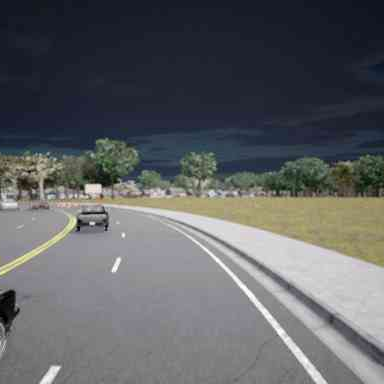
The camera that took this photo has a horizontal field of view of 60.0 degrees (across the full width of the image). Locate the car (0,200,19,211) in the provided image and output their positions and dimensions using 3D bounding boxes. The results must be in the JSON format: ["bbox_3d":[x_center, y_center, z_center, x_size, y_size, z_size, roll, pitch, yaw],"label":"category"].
[{"bbox_3d":[-24.459,1.763,44.611,1.812,1.442,4.674,-1,0,-35],"label":"car"}]

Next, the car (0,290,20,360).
[{"bbox_3d":[-3.359,1.623,2.729,1.895,1.301,4.718,0,0,-2],"label":"car"}]

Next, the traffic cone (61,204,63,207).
[{"bbox_3d":[-20.532,2.138,53.860,0.340,0.580,0.340,-1,0,-36],"label":"traffic cone"}]

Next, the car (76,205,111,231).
[{"bbox_3d":[-6.225,1.555,21.034,2.128,1.511,4.902,0,0,-15],"label":"car"}]

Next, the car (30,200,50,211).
[{"bbox_3d":[-20.263,1.755,44.214,1.994,1.385,4.181,-1,0,-33],"label":"car"}]

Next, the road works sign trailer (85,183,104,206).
[{"bbox_3d":[-14.130,0.586,47.407,2.380,3.560,2.880,-1,0,-36],"label":"road works sign trailer"}]
